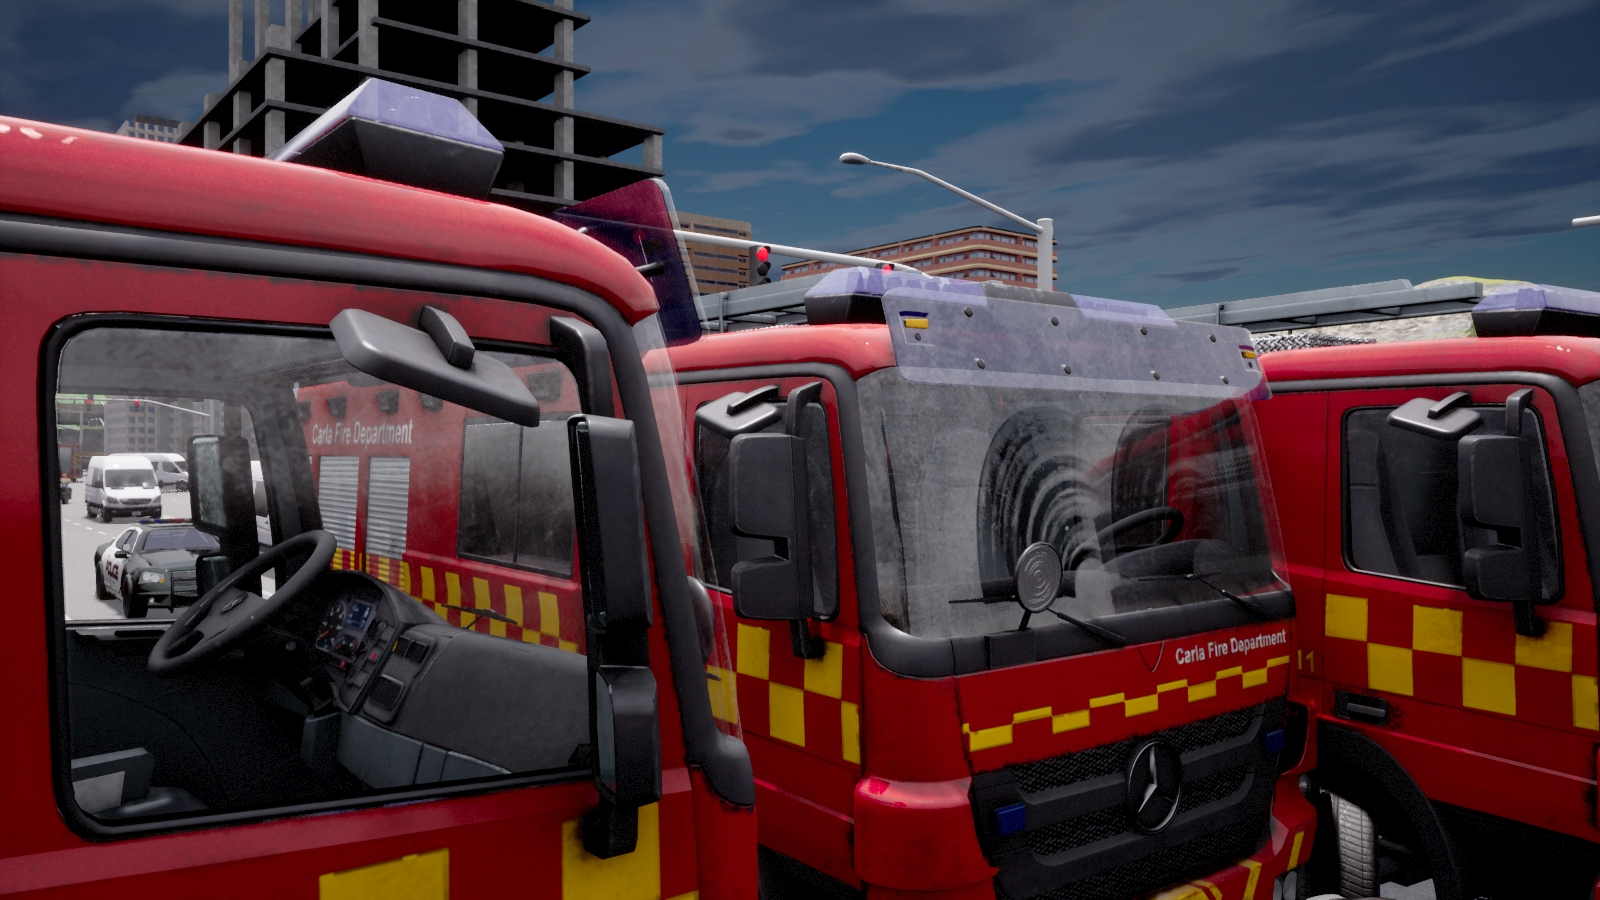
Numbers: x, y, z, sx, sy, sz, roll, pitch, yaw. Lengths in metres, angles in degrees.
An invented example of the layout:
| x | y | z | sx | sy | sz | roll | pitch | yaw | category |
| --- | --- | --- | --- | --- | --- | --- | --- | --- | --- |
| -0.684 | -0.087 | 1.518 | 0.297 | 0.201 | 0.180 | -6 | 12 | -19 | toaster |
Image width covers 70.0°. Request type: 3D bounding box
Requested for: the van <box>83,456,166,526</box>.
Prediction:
| x | y | z | sx | sy | sz | roll | pitch | yaw | category |
| --- | --- | --- | --- | --- | --- | --- | --- | --- | --- |
| -26.952 | 1.534 | 45.502 | 1.988 | 2.561 | 5.915 | 0 | 0 | -39 | van |

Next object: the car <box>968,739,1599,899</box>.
| x | y | z | sx | sy | sz | roll | pitch | yaw | category |
| --- | --- | --- | --- | --- | --- | --- | --- | --- | --- |
| 2.437 | 2.065 | 3.109 | 1.970 | 1.475 | 3.806 | 0 | 0 | -30 | car |

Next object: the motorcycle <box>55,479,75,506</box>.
| x | y | z | sx | sy | sz | roll | pitch | yaw | category |
| --- | --- | --- | --- | --- | --- | --- | --- | --- | --- |
| -37.748 | 2.155 | 58.681 | 0.764 | 1.307 | 2.356 | -1 | 1 | -30 | motorcycle |

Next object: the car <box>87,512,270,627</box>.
| x | y | z | sx | sy | sz | roll | pitch | yaw | category |
| --- | --- | --- | --- | --- | --- | --- | --- | --- | --- |
| -11.386 | 2.037 | 20.746 | 2.038 | 1.542 | 4.974 | 0 | 0 | -39 | car |

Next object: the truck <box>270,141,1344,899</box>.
| x | y | z | sx | sy | sz | roll | pitch | yaw | category |
| --- | --- | --- | --- | --- | --- | --- | --- | --- | --- |
| -1.099 | 0.890 | 8.003 | 2.891 | 3.827 | 8.468 | 0 | 0 | -38 | truck |

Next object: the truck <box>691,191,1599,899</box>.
| x | y | z | sx | sy | sz | roll | pitch | yaw | category |
| --- | --- | --- | --- | --- | --- | --- | --- | --- | --- |
| 2.348 | 0.890 | 8.605 | 2.891 | 3.827 | 8.468 | 0 | 0 | -31 | truck |
